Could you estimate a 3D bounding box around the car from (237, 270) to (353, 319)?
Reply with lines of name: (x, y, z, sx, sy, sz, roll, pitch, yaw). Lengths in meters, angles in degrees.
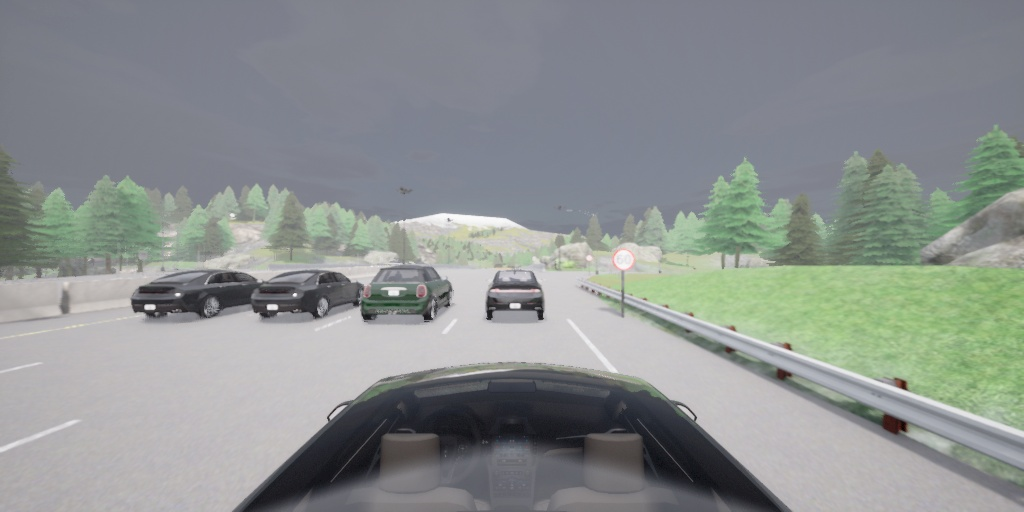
car: (-6.900, 1.237, 12.756, 1.837, 1.490, 4.892, 0, 0, 0)

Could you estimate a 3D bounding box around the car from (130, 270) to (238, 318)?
car: (-10.401, 1.233, 12.733, 1.837, 1.490, 4.892, 0, 0, 0)

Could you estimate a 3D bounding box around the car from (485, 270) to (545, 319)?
car: (0.100, 1.230, 12.712, 2.128, 1.511, 4.902, 0, 0, 0)

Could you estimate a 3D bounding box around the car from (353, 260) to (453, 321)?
car: (-3.401, 1.087, 12.453, 2.097, 1.767, 4.553, 0, 0, 0)
